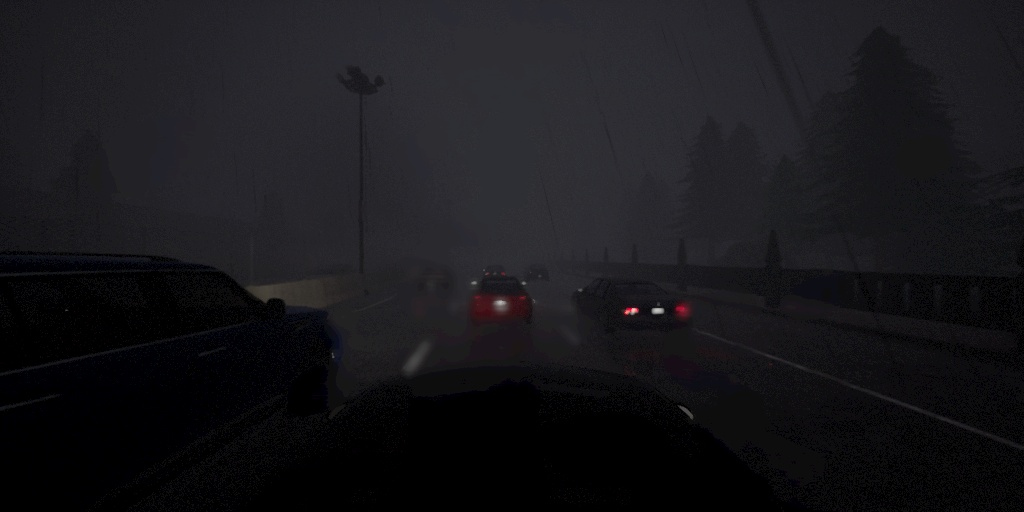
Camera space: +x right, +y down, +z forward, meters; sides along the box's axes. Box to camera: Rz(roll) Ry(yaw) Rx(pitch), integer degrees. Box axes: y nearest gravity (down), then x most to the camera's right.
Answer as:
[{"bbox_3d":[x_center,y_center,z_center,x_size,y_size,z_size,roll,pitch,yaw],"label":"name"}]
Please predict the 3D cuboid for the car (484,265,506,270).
[{"bbox_3d":[-1.425,1.432,30.203,2.033,1.411,5.357,0,0,-3],"label":"car"}]

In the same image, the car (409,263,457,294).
[{"bbox_3d":[-4.407,1.353,21.375,2.128,1.511,4.902,0,0,-3],"label":"car"}]

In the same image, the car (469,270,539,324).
[{"bbox_3d":[-0.400,1.363,12.327,1.994,1.385,4.181,0,0,-3],"label":"car"}]

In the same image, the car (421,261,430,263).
[{"bbox_3d":[-14.040,1.660,62.720,1.994,1.385,4.181,0,0,-3],"label":"car"}]

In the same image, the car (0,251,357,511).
[{"bbox_3d":[-3.500,0.996,2.837,2.150,2.045,5.566,0,0,-1],"label":"car"}]

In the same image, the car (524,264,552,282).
[{"bbox_3d":[2.070,1.393,30.574,1.812,1.442,4.674,0,0,-3],"label":"car"}]

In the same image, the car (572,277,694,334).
[{"bbox_3d":[3.223,1.320,10.741,2.033,1.411,5.357,0,0,-3],"label":"car"}]
